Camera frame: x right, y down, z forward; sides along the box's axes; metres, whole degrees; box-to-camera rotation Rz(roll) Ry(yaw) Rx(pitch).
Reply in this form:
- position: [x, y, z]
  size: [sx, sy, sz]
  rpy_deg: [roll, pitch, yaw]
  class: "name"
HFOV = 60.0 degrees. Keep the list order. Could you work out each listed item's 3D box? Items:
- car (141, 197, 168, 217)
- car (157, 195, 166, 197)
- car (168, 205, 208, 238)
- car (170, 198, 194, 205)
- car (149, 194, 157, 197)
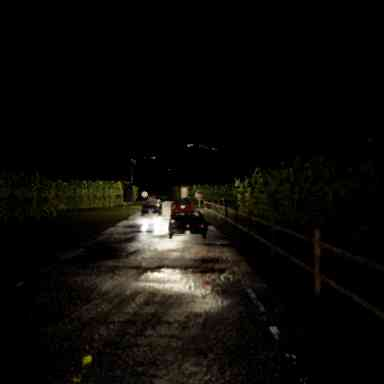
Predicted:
- position: [-3.730, 1.493, 31.593]
  size: [2.128, 1.511, 4.902]
  rpy_deg: [0, 0, -2]
  class: "car"
- position: [-7.383, 1.601, 86.922]
  size: [1.994, 1.385, 4.181]
  rpy_deg: [0, 0, -10]
  class: "car"
- position: [-0.263, 1.596, 17.527]
  size: [1.895, 1.301, 4.718]
  rpy_deg: [0, 0, -2]
  class: "car"
- position: [-0.911, 1.351, 30.867]
  size: [2.097, 1.767, 4.553]
  rpy_deg: [0, 0, -3]
  class: "car"
- position: [-10.683, 1.412, 89.856]
  size: [2.097, 1.767, 4.553]
  rpy_deg: [0, 0, -10]
  class: "car"
